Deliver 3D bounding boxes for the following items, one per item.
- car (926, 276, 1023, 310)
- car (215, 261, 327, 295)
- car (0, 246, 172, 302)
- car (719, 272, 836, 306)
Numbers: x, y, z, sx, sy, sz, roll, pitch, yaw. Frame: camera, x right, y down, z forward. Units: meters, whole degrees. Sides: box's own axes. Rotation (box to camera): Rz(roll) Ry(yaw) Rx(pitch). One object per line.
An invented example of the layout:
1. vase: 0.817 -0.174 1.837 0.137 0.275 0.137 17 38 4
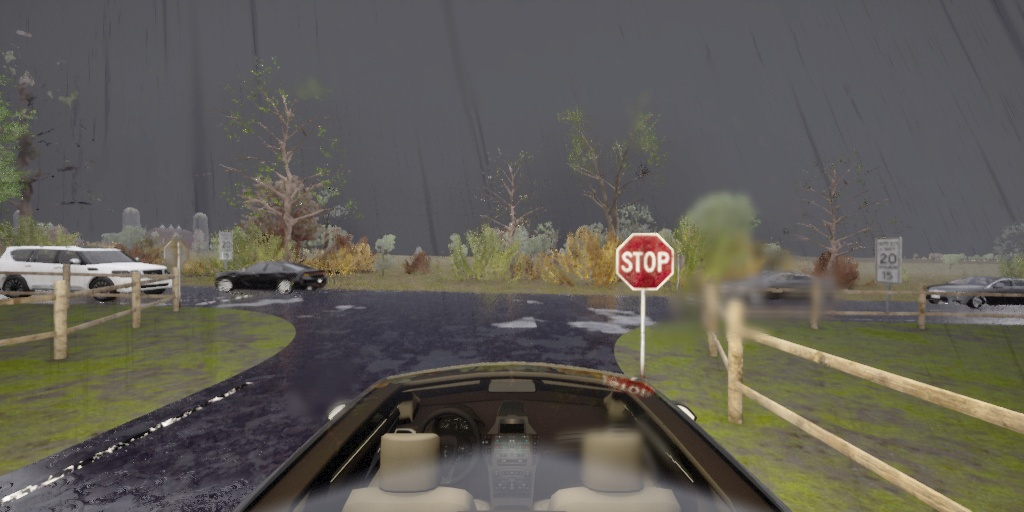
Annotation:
1. car: 22.898 1.732 17.309 4.902 1.511 2.128 1 1 0
2. car: -11.597 0.980 17.329 5.008 1.535 1.882 1 0 6
3. car: -17.118 0.642 14.486 5.566 2.045 2.150 1 1 0
4. car: 12.723 1.515 17.340 4.902 1.511 2.128 1 1 0
